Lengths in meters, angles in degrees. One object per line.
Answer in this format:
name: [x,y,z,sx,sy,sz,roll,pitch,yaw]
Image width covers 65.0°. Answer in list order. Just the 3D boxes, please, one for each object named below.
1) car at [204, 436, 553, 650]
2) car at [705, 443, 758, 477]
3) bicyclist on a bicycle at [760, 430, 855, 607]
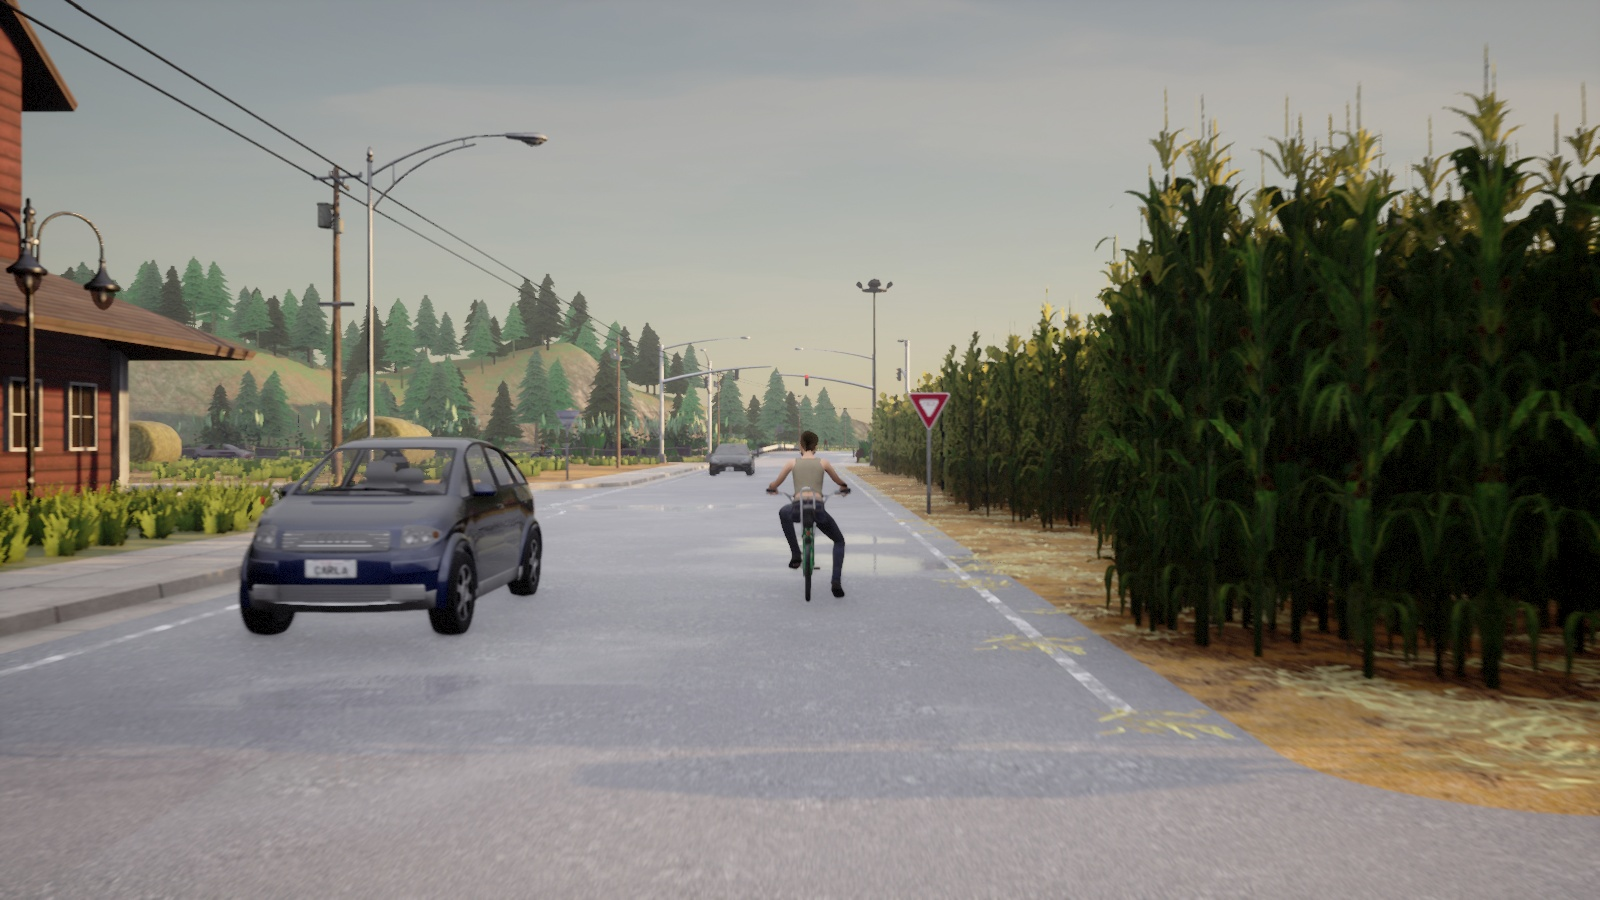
car: [-3.423,0.663,10.972,1.789,1.549,3.705,0,0,0]
car: [-3.151,0.434,58.617,2.163,1.488,4.792,0,0,0]
bicyclist on a bicycle: [0.081,0.619,12.208,0.866,1.612,1.509,0,0,1]
